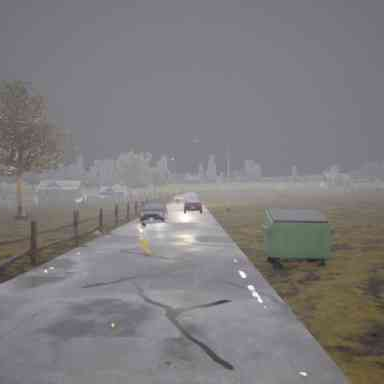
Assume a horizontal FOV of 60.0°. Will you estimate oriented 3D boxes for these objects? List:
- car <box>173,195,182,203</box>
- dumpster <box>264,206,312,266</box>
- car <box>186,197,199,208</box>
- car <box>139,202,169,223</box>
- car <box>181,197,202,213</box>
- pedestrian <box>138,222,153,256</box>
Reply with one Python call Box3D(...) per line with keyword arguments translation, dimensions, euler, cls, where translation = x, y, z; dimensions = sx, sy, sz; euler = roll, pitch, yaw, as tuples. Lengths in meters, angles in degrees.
Box3D(translation=(-2.731, 1.374, 66.771), dimensions=(1.882, 1.535, 5.008), euler=(0, 0, 1), cls="car")
Box3D(translation=(3.145, 1.390, 11.174), dimensions=(1.020, 1.700, 1.940), euler=(1, 1, 0), cls="dumpster")
Box3D(translation=(0.089, 1.474, 47.146), dimensions=(1.812, 1.442, 4.674), euler=(0, 0, 0), cls="car")
Box3D(translation=(-2.835, 1.527, 25.944), dimensions=(2.033, 1.411, 5.357), euler=(0, 0, 0), cls="car")
Box3D(translation=(0.113, 1.444, 36.236), dimensions=(1.882, 1.535, 5.008), euler=(0, 0, 0), cls="car")
Box3D(translation=(-1.584, 1.567, 11.476), dimensions=(0.375, 1.300, 0.375), euler=(-1, 1, -15), cls="pedestrian")
